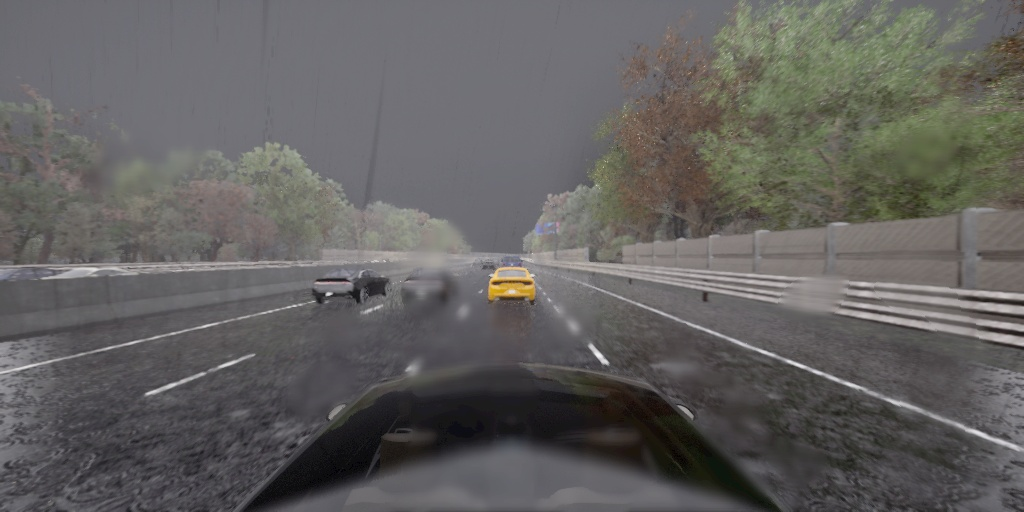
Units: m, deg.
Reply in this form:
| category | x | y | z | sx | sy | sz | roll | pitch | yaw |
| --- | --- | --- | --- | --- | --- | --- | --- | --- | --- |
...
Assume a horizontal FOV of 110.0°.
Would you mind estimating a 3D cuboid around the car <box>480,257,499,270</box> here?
| category | x | y | z | sx | sy | sz | roll | pitch | yaw |
| --- | --- | --- | --- | --- | --- | --- | --- | --- | --- |
| car | -3.489 | 1.306 | 55.437 | 1.837 | 1.490 | 4.892 | 0 | 0 | 0 |

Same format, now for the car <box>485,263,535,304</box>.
| category | x | y | z | sx | sy | sz | roll | pitch | yaw |
| --- | --- | --- | --- | --- | --- | --- | --- | --- | --- |
| car | 0.002 | 1.241 | 16.441 | 1.882 | 1.535 | 5.008 | 0 | 0 | 0 |

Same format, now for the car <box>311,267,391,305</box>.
| category | x | y | z | sx | sy | sz | roll | pitch | yaw |
| --- | --- | --- | --- | --- | --- | --- | --- | --- | --- |
| car | -6.994 | 1.255 | 16.138 | 2.128 | 1.511 | 4.902 | 0 | 0 | 0 |

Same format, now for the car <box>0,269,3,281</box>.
| category | x | y | z | sx | sy | sz | roll | pitch | yaw |
| --- | --- | --- | --- | --- | --- | --- | --- | --- | --- |
| car | -24.589 | 1.313 | 17.847 | 2.033 | 1.411 | 5.357 | 0 | 0 | 0 |

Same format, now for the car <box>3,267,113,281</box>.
| category | x | y | z | sx | sy | sz | roll | pitch | yaw |
| --- | --- | --- | --- | --- | --- | --- | --- | --- | --- |
| car | -21.087 | 1.291 | 17.919 | 1.812 | 1.442 | 4.674 | 0 | 0 | 0 |

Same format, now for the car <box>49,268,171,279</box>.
| category | x | y | z | sx | sy | sz | roll | pitch | yaw |
| --- | --- | --- | --- | --- | --- | --- | --- | --- | --- |
| car | -17.591 | 1.365 | 16.783 | 1.895 | 1.301 | 4.718 | 0 | 0 | 0 |

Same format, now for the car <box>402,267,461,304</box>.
| category | x | y | z | sx | sy | sz | roll | pitch | yaw |
| --- | --- | --- | --- | --- | --- | --- | --- | --- | --- |
| car | -3.498 | 1.255 | 16.302 | 2.128 | 1.511 | 4.902 | 0 | 0 | 0 |

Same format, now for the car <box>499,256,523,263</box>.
| category | x | y | z | sx | sy | sz | roll | pitch | yaw |
| --- | --- | --- | --- | --- | --- | --- | --- | --- | --- |
| car | 0.006 | 1.006 | 39.658 | 2.150 | 2.045 | 5.566 | 0 | 0 | 0 |
